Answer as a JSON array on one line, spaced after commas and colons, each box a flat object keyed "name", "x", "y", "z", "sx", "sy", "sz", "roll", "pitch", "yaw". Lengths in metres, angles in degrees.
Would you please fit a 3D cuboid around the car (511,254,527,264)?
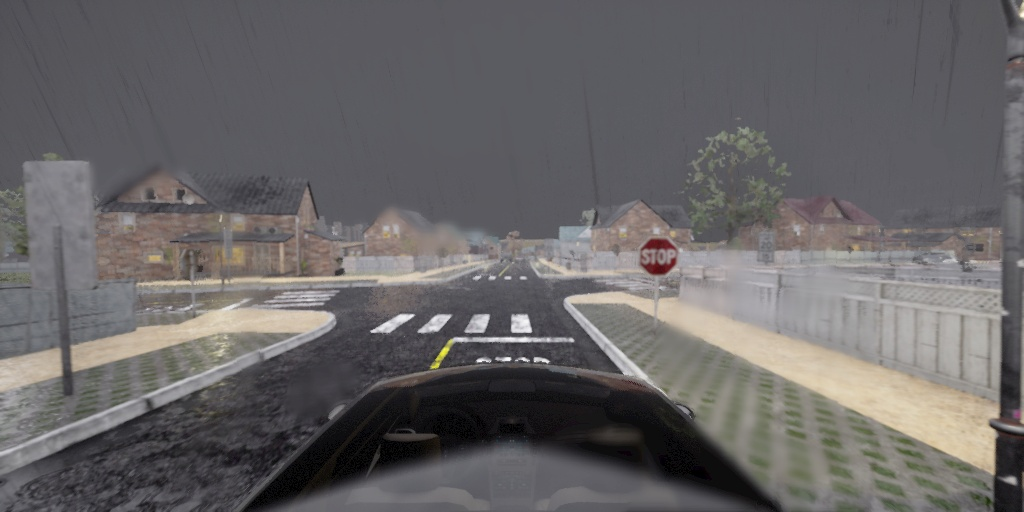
[{"name": "car", "x": 1.480, "y": 0.601, "z": 65.416, "sx": 2.128, "sy": 1.511, "sz": 4.902, "roll": 0, "pitch": 0, "yaw": 3}]

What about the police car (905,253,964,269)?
[{"name": "police car", "x": 37.442, "y": 0.512, "z": 31.908, "sx": 4.974, "sy": 1.542, "sz": 2.038, "roll": -1, "pitch": 3, "yaw": -17}]
